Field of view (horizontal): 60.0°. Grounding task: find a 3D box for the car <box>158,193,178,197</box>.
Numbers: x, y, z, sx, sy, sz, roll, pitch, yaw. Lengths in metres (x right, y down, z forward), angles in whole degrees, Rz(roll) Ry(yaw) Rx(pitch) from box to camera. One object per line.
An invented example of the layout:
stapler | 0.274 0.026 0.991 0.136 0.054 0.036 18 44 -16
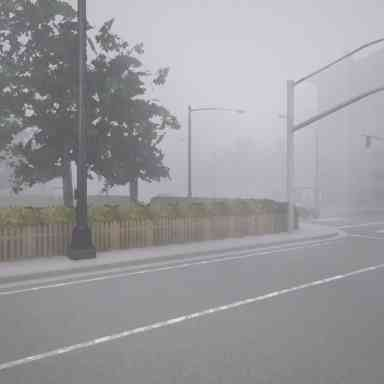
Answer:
car | -3.238 1.217 48.628 2.150 2.045 5.566 0 1 -35

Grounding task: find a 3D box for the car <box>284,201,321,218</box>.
car | 9.406 1.526 30.334 1.812 1.442 4.674 0 0 -35
